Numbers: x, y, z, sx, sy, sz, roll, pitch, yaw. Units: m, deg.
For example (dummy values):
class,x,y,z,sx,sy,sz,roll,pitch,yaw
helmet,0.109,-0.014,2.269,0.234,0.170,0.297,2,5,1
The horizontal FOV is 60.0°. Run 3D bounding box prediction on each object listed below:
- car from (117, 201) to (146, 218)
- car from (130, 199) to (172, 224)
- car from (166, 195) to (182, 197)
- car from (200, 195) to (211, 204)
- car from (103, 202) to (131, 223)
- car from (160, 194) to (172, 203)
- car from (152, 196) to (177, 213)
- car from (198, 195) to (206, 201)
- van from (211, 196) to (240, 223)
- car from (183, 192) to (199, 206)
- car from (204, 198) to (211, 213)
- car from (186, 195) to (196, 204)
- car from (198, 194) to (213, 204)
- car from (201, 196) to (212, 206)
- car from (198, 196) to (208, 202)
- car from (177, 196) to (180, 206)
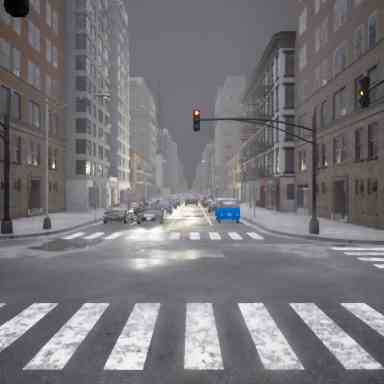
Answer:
class,x,y,z,sx,sy,sz,roll,pitch,yaw
car,-5.436,1.543,30.597,1.887,1.381,4.507,0,0,0
car,-2.876,1.490,24.467,2.128,1.511,4.902,0,0,-1
car,-2.889,1.554,53.158,1.994,1.385,4.181,0,0,1
car,2.537,1.421,64.706,1.967,1.590,4.097,0,0,0
car,-5.427,1.549,24.915,2.008,1.369,4.403,0,0,0
car,-5.497,1.292,70.370,2.192,1.841,5.009,0,0,0
car,-2.903,1.476,33.910,1.882,1.535,5.008,0,0,0
car,2.502,1.530,87.431,1.947,1.339,4.313,0,0,0
van,2.598,1.340,24.937,1.690,1.788,3.998,0,0,0
car,-0.086,1.340,55.032,2.097,1.767,4.553,0,0,0
car,2.580,1.580,36.299,1.802,1.307,4.206,0,0,0
car,-0.101,1.459,65.064,1.882,1.535,5.008,0,0,0
car,2.554,1.305,53.343,2.192,1.841,5.009,0,0,0
car,2.563,1.576,47.662,1.802,1.307,4.206,0,0,0
car,2.519,1.524,76.068,2.008,1.369,4.403,0,0,0
car,-2.914,1.560,43.136,1.994,1.385,4.181,0,0,0
